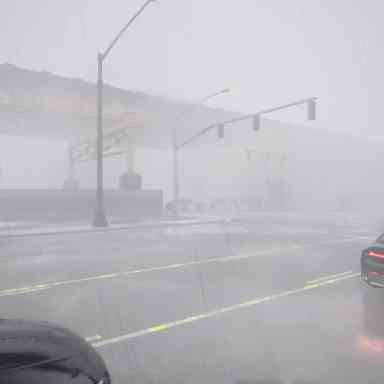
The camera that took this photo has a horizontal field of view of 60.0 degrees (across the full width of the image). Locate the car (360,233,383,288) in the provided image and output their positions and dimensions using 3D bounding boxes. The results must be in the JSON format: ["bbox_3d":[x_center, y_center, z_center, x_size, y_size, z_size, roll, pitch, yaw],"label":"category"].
[{"bbox_3d":[5.958,1.505,7.995,4.892,1.490,1.837,0,0,-35],"label":"car"}]

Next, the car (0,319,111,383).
[{"bbox_3d":[-2.855,1.491,1.725,4.902,1.511,2.128,0,0,-35],"label":"car"}]

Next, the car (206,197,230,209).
[{"bbox_3d":[3.272,1.295,40.787,1.853,1.218,4.536,0,0,18],"label":"car"}]

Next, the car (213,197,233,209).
[{"bbox_3d":[3.256,1.453,40.738,2.038,1.542,4.974,0,0,18],"label":"car"}]

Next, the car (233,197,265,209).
[{"bbox_3d":[7.123,1.295,44.482,4.536,1.218,1.853,0,0,-7],"label":"car"}]

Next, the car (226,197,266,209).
[{"bbox_3d":[7.175,1.453,44.489,4.974,1.542,2.038,0,0,-7],"label":"car"}]

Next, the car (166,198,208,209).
[{"bbox_3d":[-0.546,1.295,38.068,4.536,1.218,1.853,0,0,8],"label":"car"}]

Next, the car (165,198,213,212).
[{"bbox_3d":[-0.495,1.453,38.061,4.974,1.542,2.038,0,0,8],"label":"car"}]
